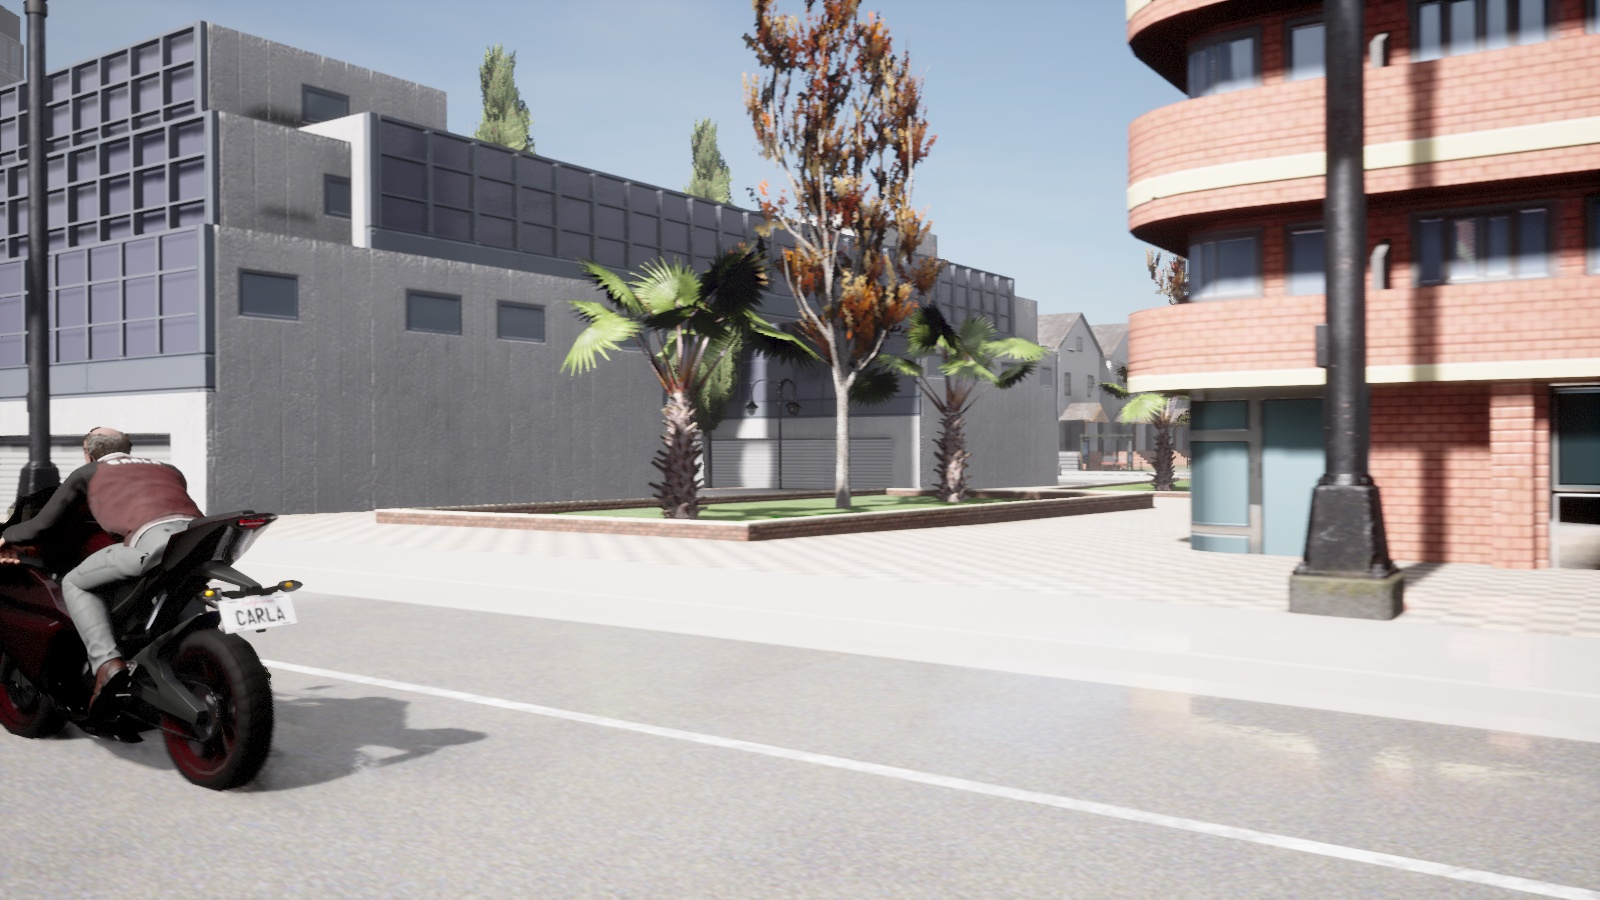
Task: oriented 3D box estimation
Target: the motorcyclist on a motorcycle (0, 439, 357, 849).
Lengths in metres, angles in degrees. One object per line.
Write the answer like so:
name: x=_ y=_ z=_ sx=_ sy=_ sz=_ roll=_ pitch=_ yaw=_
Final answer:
motorcyclist on a motorcycle: x=-3.079 y=0.731 z=5.670 sx=2.191 sy=1.530 sz=0.866 roll=0 pitch=1 yaw=34
